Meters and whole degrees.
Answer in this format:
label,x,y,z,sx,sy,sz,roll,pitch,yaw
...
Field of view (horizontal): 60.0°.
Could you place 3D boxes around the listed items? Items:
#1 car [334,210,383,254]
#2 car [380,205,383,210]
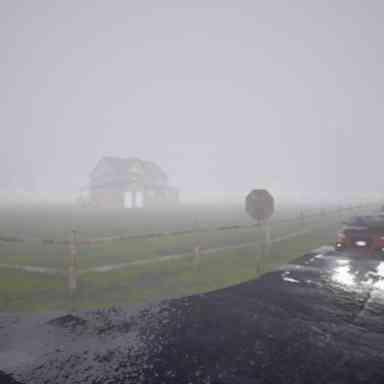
label,x,y,z,sx,sy,sz,roll,pitch,yaw
car,7.050,1.617,13.225,1.994,1.385,4.181,0,0,36
car,12.986,1.584,21.412,2.128,1.511,4.902,0,0,36
